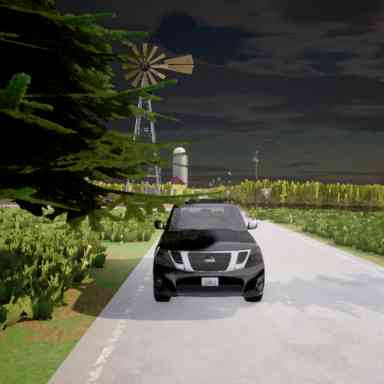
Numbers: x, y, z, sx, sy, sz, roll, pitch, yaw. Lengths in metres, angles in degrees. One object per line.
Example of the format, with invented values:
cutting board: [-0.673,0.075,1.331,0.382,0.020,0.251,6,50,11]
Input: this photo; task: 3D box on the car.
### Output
car: [0.332,1.221,8.601,2.150,2.045,5.566,0,0,0]
